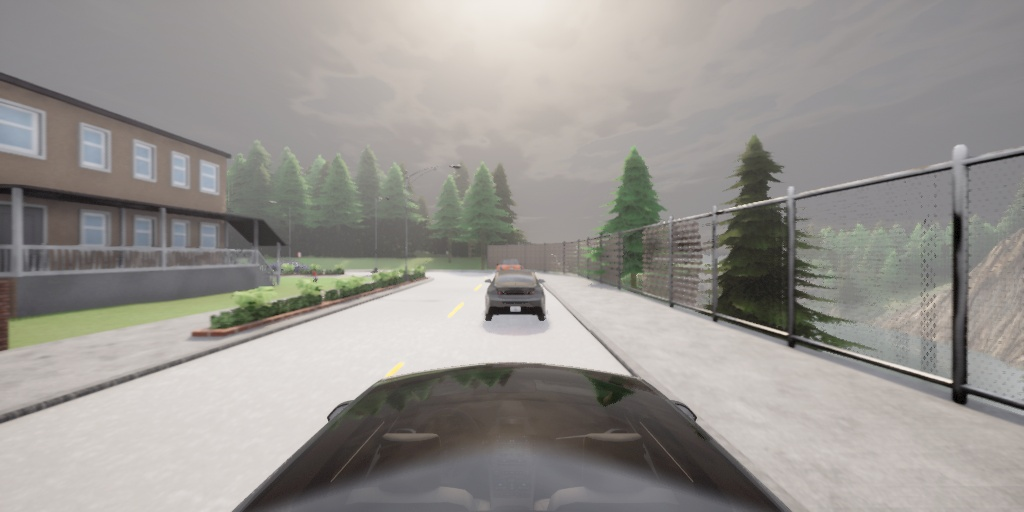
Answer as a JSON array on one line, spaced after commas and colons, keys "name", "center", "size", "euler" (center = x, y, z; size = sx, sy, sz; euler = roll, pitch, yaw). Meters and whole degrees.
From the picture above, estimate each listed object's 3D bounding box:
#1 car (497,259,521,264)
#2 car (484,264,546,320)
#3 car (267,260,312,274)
[{"name": "car", "center": [-0.245, 1.006, 29.752], "size": [2.097, 1.767, 4.553], "euler": [0, 0, -4]}, {"name": "car", "center": [0.100, 1.219, 12.459], "size": [1.837, 1.490, 4.892], "euler": [0, 0, 0]}, {"name": "car", "center": [-22.057, 1.158, 35.922], "size": [4.674, 1.442, 1.812], "euler": [0, 0, 0]}]
